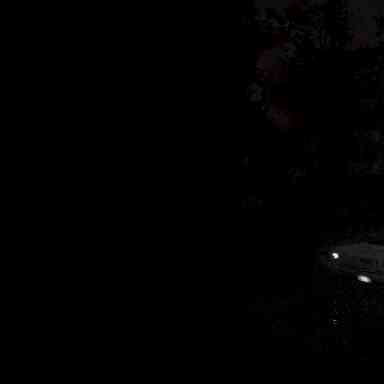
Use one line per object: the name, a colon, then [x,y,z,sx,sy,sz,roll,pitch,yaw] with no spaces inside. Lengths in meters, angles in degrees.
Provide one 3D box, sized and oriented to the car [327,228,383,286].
car: [5.580,1.601,8.585,4.718,1.301,1.895,0,0,-35]
